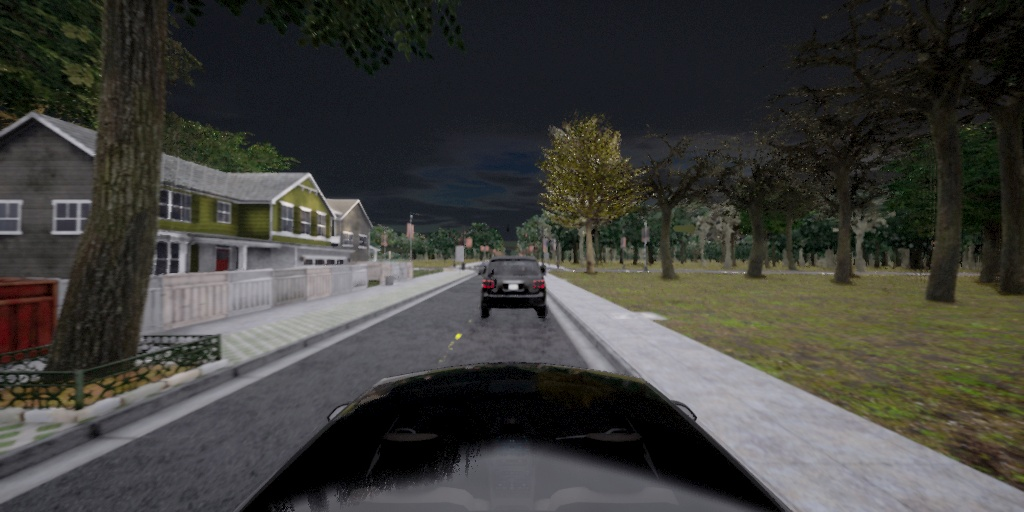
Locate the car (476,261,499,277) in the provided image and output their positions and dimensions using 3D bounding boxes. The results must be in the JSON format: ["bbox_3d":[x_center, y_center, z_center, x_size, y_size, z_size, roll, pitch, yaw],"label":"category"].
[{"bbox_3d":[-2.651,1.374,39.430,2.128,1.511,4.902,0,0,1],"label":"car"}]

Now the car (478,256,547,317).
[{"bbox_3d":[0.074,1.020,13.478,2.150,2.045,5.566,0,0,1],"label":"car"}]
